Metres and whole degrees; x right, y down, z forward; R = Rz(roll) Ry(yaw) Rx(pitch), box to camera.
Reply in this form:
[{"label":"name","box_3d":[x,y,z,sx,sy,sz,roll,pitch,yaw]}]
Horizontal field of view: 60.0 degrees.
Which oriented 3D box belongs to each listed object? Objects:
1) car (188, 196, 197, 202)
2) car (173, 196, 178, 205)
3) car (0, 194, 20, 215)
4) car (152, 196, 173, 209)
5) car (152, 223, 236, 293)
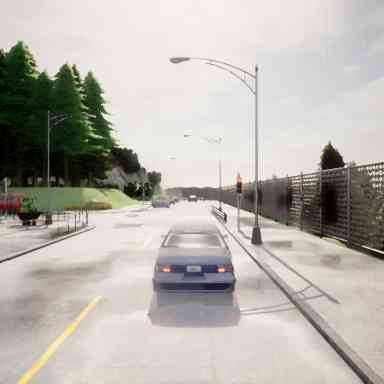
[{"label":"car","box_3d":[0.100,1.540,78.309,2.033,1.411,5.357,0,0,-4]},{"label":"car","box_3d":[-3.984,1.505,59.051,1.837,1.490,4.892,0,0,0]},{"label":"car","box_3d":[-18.368,1.222,31.975,5.566,2.045,2.150,0,0,3]},{"label":"car","box_3d":[-4.050,1.352,44.591,2.097,1.767,4.553,0,0,1]},{"label":"car","box_3d":[0.061,1.547,9.001,2.033,1.411,5.357,0,0,1]}]
